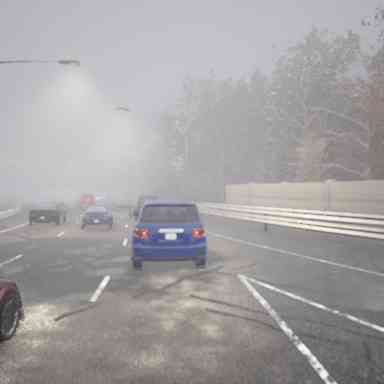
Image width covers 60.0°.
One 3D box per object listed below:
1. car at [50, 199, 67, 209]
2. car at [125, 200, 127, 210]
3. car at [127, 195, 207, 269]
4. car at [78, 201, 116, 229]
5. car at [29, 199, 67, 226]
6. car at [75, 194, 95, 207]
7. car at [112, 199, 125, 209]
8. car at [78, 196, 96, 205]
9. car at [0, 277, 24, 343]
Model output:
[{"bbox_3d":[-19.367,1.652,48.065,1.895,1.301,4.718,0,0,-27],"label":"car"},{"bbox_3d":[-4.038,1.247,28.294,2.150,2.045,5.566,0,0,-17],"label":"car"},{"bbox_3d":[-0.851,1.236,11.402,2.150,2.045,5.566,0,1,-6],"label":"car"},{"bbox_3d":[-6.152,1.548,21.930,1.812,1.442,4.674,0,0,-12],"label":"car"},{"bbox_3d":[-10.151,1.505,23.719,1.882,1.535,5.008,0,0,-13],"label":"car"},{"bbox_3d":[-15.560,1.269,48.288,2.150,2.045,5.566,0,0,-26],"label":"car"},{"bbox_3d":[-9.560,1.587,43.422,2.033,1.411,5.357,0,0,-24],"label":"car"},{"bbox_3d":[-19.545,1.560,61.769,1.837,1.490,4.892,0,-2,-35],"label":"car"},{"bbox_3d":[-3.679,1.570,3.752,1.994,1.385,4.181,0,0,-3],"label":"car"}]
